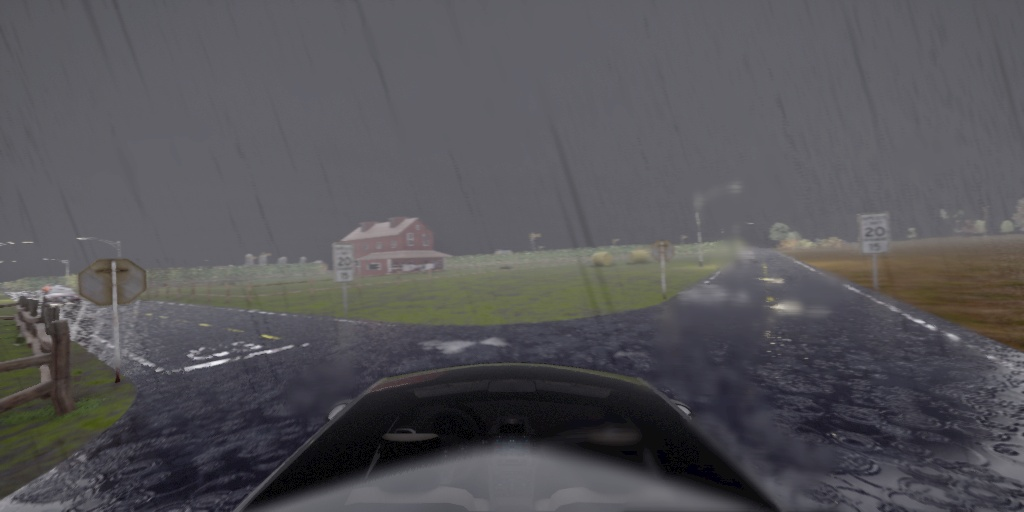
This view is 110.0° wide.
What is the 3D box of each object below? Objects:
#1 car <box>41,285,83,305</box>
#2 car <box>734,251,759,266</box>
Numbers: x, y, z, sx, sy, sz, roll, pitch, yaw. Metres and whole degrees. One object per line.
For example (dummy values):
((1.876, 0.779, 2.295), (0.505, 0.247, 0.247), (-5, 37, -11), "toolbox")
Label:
((-39.345, 3.543, 31.299), (4.674, 1.442, 1.812), (-3, -1, 35), "car")
((23.652, 0.178, 36.083), (2.033, 1.411, 5.357), (-3, 0, 35), "car")
